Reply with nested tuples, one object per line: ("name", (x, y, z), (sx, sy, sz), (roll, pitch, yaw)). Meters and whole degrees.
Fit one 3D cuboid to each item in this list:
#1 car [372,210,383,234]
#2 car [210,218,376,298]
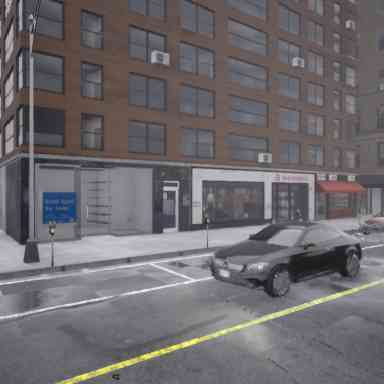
("car", (10.616, 1.582, 17.470), (4.206, 1.307, 1.802), (0, 0, -35))
("car", (2.614, 1.526, 8.643), (4.674, 1.442, 1.812), (0, 0, -35))
